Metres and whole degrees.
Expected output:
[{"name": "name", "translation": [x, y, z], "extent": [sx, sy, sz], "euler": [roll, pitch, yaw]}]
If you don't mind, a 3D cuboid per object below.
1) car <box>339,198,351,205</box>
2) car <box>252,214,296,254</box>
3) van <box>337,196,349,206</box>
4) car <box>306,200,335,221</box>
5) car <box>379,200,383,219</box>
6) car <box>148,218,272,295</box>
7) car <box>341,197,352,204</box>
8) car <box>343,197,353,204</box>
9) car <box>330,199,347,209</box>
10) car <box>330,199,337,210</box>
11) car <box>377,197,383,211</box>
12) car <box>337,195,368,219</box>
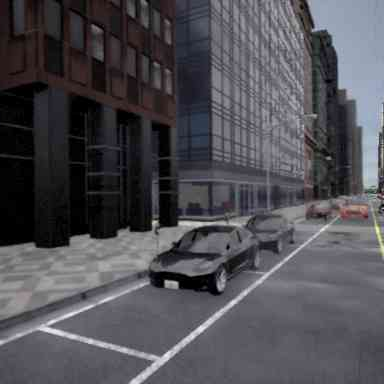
[{"name": "car", "translation": [29.309, 1.784, 63.605], "extent": [1.887, 1.381, 4.507], "euler": [-1, -1, 28]}, {"name": "car", "translation": [3.185, 1.643, 14.047], "extent": [1.947, 1.339, 4.313], "euler": [-1, -1, 28]}, {"name": "van", "translation": [26.694, 1.564, 58.651], "extent": [1.690, 1.788, 3.998], "euler": [-1, -1, 28]}, {"name": "car", "translation": [11.022, 1.669, 28.914], "extent": [1.887, 1.381, 4.507], "euler": [-1, -1, 28]}, {"name": "car", "translation": [16.672, 1.613, 27.092], "extent": [2.033, 1.411, 5.357], "euler": [-1, 0, 28]}, {"name": "car", "translation": [0.573, 1.628, 9.091], "extent": [1.947, 1.339, 4.313], "euler": [-1, -1, 28]}, {"name": "car", "translation": [31.921, 1.801, 68.560], "extent": [1.887, 1.381, 4.507], "euler": [-1, -1, 28]}, {"name": "car", "translation": [34.454, 1.798, 73.366], "extent": [1.752, 1.417, 4.829], "euler": [-1, -1, 28]}, {"name": "car", "translation": [21.471, 1.735, 48.737], "extent": [1.887, 1.381, 4.507], "euler": [-1, -1, 28]}, {"name": "car", "translation": [18.858, 1.614, 43.782], "extent": [1.967, 1.590, 4.097], "euler": [-1, -1, 28]}, {"name": "car", "translation": [22.076, 1.607, 37.473], "extent": [1.837, 1.490, 4.892], "euler": [-1, 0, 28]}, {"name": "car", "translation": [14.639, 1.454, 30.000], "extent": [2.097, 1.767, 4.553], "euler": [-1, 0, 28]}]
